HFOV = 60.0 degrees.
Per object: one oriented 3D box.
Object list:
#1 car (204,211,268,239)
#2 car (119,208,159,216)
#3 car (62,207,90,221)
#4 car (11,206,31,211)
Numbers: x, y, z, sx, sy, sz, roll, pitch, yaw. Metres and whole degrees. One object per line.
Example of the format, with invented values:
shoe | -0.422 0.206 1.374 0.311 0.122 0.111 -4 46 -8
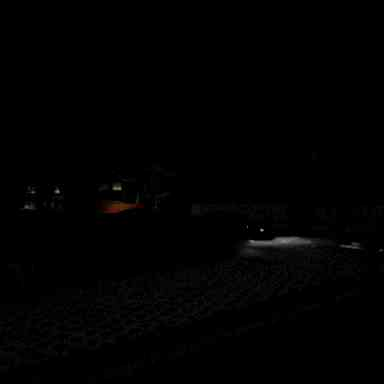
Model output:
car | 2.273 1.913 20.183 1.837 1.490 4.892 -1 -1 -41
car | -4.523 2.119 27.565 1.882 1.535 5.008 -1 -1 -45
car | -12.035 2.389 34.797 4.892 1.490 1.837 -2 -1 42
car | -26.867 2.940 51.951 5.357 1.411 2.033 -2 -1 44
